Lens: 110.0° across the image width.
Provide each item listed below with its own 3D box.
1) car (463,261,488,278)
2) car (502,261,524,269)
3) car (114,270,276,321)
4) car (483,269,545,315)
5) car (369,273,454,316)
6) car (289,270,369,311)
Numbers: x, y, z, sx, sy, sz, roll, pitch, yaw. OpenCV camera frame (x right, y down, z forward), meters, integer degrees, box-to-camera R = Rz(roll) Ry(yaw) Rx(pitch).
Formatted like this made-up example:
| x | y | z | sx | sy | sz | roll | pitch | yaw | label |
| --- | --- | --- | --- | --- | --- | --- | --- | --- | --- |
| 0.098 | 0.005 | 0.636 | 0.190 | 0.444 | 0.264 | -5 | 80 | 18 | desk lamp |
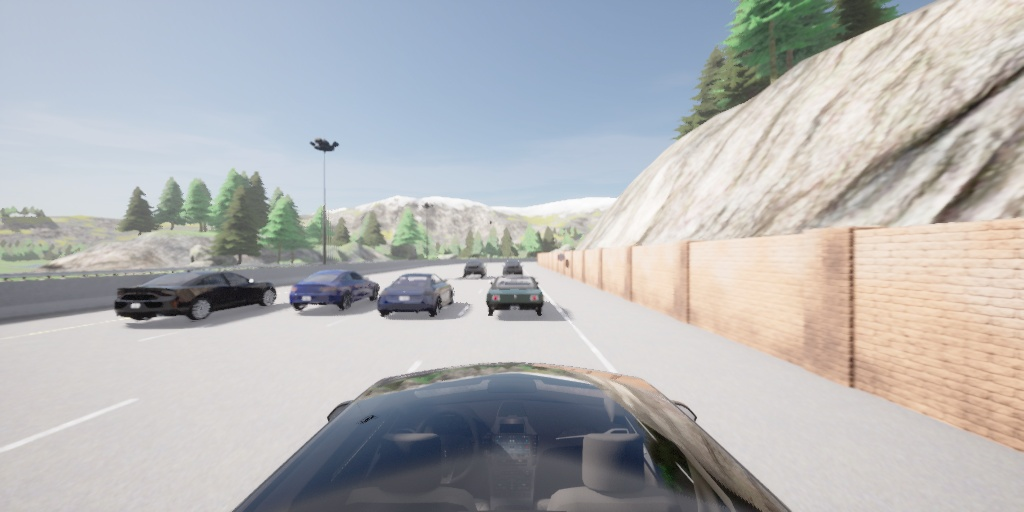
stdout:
| x | y | z | sx | sy | sz | roll | pitch | yaw | label |
| --- | --- | --- | --- | --- | --- | --- | --- | --- | --- |
| -3.407 | 1.225 | 33.519 | 1.837 | 1.490 | 4.892 | 0 | 0 | 0 | car |
| 0.092 | 1.224 | 33.444 | 1.837 | 1.490 | 4.892 | 0 | 0 | 0 | car |
| -10.402 | 1.221 | 12.382 | 1.882 | 1.535 | 5.008 | 0 | 0 | 0 | car |
| 0.098 | 1.340 | 13.468 | 1.895 | 1.301 | 4.718 | 0 | 0 | 0 | car |
| -3.404 | 1.304 | 13.346 | 1.994 | 1.385 | 4.181 | 0 | 0 | 0 | car |
| -6.913 | 1.266 | 14.357 | 1.812 | 1.442 | 4.674 | 0 | 0 | 0 | car |
